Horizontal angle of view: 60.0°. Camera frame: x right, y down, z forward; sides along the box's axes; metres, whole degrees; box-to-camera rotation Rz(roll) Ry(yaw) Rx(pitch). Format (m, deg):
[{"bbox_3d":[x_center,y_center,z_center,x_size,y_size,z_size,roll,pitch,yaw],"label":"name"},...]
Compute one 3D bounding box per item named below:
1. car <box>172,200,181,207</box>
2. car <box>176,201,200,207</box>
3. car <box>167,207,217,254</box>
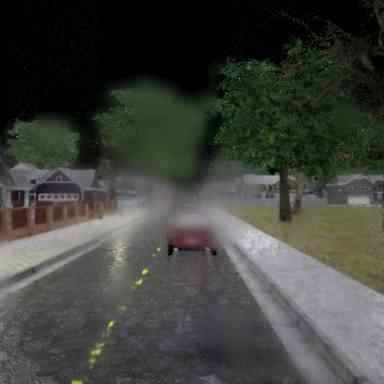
[{"bbox_3d":[-2.782,2.225,63.930,1.895,1.301,4.718,0,-1,0],"label":"car"},{"bbox_3d":[0.010,1.773,28.513,2.128,1.511,4.902,0,0,0],"label":"car"},{"bbox_3d":[0.021,1.618,14.261,1.882,1.535,5.008,0,0,0],"label":"car"}]
